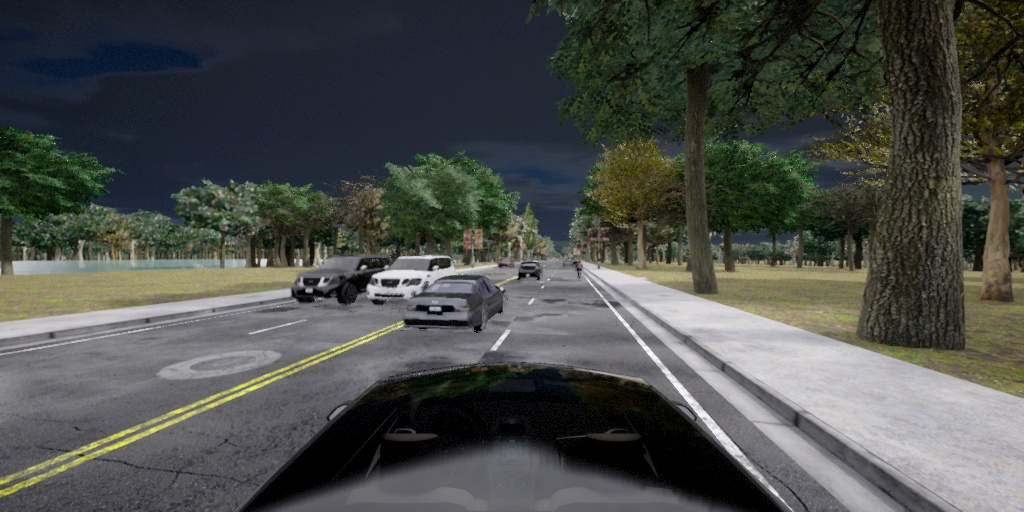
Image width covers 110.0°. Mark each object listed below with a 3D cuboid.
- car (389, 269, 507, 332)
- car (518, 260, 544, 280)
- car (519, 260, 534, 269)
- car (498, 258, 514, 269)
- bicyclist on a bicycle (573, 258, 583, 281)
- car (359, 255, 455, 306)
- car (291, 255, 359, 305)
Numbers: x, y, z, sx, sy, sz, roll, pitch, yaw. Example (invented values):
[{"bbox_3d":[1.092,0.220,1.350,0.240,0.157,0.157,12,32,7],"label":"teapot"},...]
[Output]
[{"bbox_3d":[-1.430,1.298,10.969,2.033,1.411,5.357,0,0,9],"label":"car"},{"bbox_3d":[1.649,1.255,30.897,1.837,1.490,4.892,0,0,9],"label":"car"},{"bbox_3d":[2.376,1.325,58.083,1.994,1.385,4.181,0,0,9],"label":"car"},{"bbox_3d":[-0.957,1.111,57.808,2.097,1.767,4.553,0,0,9],"label":"car"},{"bbox_3d":[5.415,1.204,28.799,0.582,1.620,1.656,0,0,9],"label":"bicyclist on a bicycle"},{"bbox_3d":[-4.144,0.971,15.978,2.150,2.045,5.566,0,0,9],"label":"car"},{"bbox_3d":[-7.356,0.970,16.474,2.150,2.045,5.566,0,0,9],"label":"car"}]
